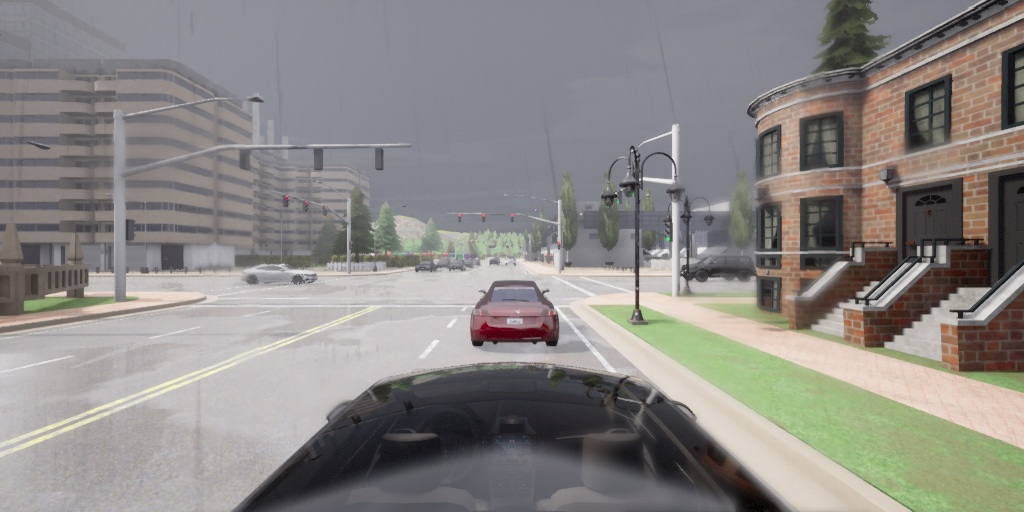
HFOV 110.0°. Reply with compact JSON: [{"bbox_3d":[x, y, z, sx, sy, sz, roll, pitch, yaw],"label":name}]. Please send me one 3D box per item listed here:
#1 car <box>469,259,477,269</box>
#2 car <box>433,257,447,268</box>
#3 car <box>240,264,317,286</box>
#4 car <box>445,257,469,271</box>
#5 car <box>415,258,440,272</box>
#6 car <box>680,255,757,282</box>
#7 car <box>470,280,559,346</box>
[{"bbox_3d":[-7.305,1.254,58.571,1.837,1.490,4.892,0,0,0],"label":"car"},{"bbox_3d":[-10.804,1.255,56.898,1.837,1.490,4.892,0,0,0],"label":"car"},{"bbox_3d":[-16.173,1.275,25.002,4.674,1.442,1.812,0,0,-6],"label":"car"},{"bbox_3d":[-7.272,1.255,48.128,1.837,1.490,4.892,0,0,0],"label":"car"},{"bbox_3d":[-10.766,1.314,45.074,1.994,1.385,4.181,0,0,0],"label":"car"},{"bbox_3d":[16.085,0.971,28.106,5.566,2.045,2.150,0,0,-1],"label":"car"},{"bbox_3d":[0.056,1.314,9.396,1.994,1.385,4.181,0,0,0],"label":"car"}]
